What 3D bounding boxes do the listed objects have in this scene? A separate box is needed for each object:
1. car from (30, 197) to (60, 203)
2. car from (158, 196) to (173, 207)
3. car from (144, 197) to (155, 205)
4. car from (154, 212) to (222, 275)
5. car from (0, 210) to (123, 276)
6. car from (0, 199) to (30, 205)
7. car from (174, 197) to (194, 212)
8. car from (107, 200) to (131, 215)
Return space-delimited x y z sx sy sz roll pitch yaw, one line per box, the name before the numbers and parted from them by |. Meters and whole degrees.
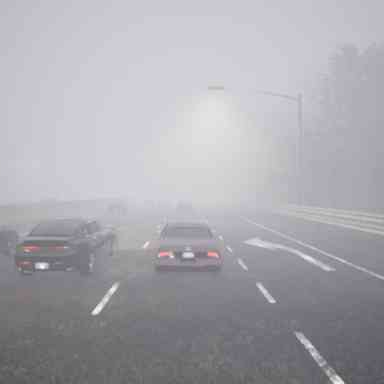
car | -18.407 1.432 42.694 2.097 1.767 4.553 0 0 -1
car | -4.640 1.777 55.859 1.994 1.385 4.181 0 0 -1
car | -8.358 1.781 65.708 2.033 1.411 5.357 0 0 -1
car | -0.144 1.592 10.600 2.033 1.411 5.357 0 0 -1
car | -3.639 1.531 10.381 1.837 1.490 4.892 0 0 -1
car | -21.892 1.621 42.007 1.994 1.385 4.181 0 0 -1
car | -0.793 1.658 40.106 2.128 1.511 4.902 0 0 -1
car | -7.692 1.615 35.441 1.837 1.490 4.892 0 0 -1
